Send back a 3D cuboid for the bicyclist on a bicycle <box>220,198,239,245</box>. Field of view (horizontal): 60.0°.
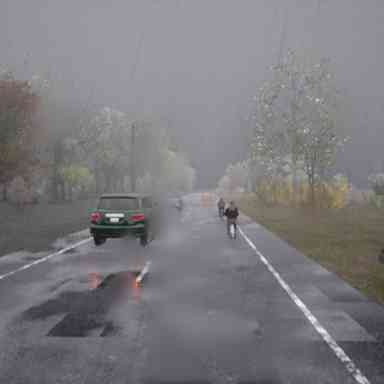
[{"bbox_3d":[1.633,1.237,13.790,0.659,1.776,1.843,0,1,2],"label":"bicyclist on a bicycle"}]

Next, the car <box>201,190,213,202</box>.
[{"bbox_3d":[2.710,0.902,59.766,1.882,1.535,5.008,0,1,2],"label":"car"}]

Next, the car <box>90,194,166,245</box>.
[{"bbox_3d":[-2.698,1.075,14.757,2.150,2.045,5.566,0,1,2],"label":"car"}]

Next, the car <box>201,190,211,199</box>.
[{"bbox_3d":[3.229,0.512,74.254,2.150,2.045,5.566,0,1,2],"label":"car"}]

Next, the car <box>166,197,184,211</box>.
[{"bbox_3d":[-1.874,1.213,34.271,2.033,1.411,5.357,0,1,2],"label":"car"}]

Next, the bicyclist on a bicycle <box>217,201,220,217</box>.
[{"bbox_3d":[2.004,1.234,22.580,0.582,1.620,1.656,0,0,2],"label":"bicyclist on a bicycle"}]
